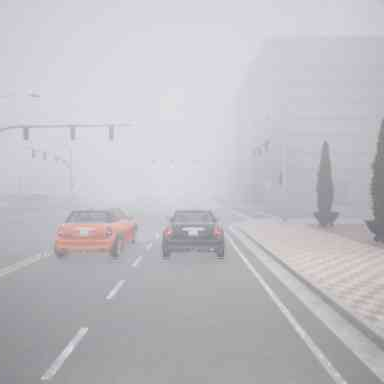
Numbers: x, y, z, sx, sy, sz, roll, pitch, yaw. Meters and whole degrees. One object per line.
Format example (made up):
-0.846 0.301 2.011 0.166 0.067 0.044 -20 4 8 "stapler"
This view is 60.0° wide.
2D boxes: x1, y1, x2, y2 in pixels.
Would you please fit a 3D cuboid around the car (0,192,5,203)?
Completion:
-36.032 1.282 59.747 1.970 1.475 3.806 0 0 0 "car"

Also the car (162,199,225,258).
0.062 1.328 12.781 2.097 1.767 4.553 0 0 0 "car"

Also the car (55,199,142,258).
-3.438 1.328 12.782 2.097 1.767 4.553 0 0 0 "car"

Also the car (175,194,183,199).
-3.501 1.208 90.844 1.812 1.442 4.674 0 0 0 "car"

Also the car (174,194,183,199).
-3.501 1.393 82.132 1.994 1.385 4.181 0 0 0 "car"

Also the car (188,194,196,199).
-0.001 1.236 90.844 1.994 1.385 4.181 0 0 0 "car"

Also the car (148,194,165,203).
-7.008 1.399 66.350 1.812 1.442 4.674 0 0 0 "car"

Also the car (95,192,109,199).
-24.550 0.978 92.220 1.932 1.855 4.605 0 0 0 "car"

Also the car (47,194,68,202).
-30.211 1.253 74.828 1.970 1.475 3.806 0 0 0 "car"

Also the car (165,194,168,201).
-7.001 1.184 81.944 2.097 1.767 4.553 0 0 0 "car"

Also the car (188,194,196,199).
-0.001 1.435 82.161 1.895 1.301 4.718 0 0 0 "car"

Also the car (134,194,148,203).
-10.505 1.399 66.285 1.812 1.442 4.674 0 0 0 "car"
